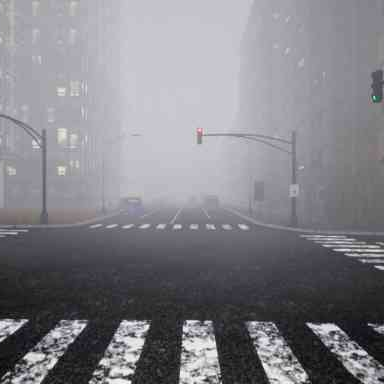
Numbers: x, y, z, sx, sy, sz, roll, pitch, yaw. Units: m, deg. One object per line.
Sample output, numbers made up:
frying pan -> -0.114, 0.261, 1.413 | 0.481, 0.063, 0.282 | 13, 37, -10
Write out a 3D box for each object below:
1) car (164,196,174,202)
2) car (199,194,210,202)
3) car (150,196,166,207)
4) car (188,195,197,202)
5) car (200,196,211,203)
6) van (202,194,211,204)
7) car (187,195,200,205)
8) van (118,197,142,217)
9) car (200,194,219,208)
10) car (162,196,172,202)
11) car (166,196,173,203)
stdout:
car -> -5.606, 1.590, 80.604 | 2.008, 1.369, 4.403 | 0, 0, 0
car -> 2.768, 1.349, 75.045 | 2.192, 1.841, 5.009 | 0, 0, 0
car -> -5.635, 1.543, 52.679 | 1.752, 1.417, 4.829 | 0, 0, 0
car -> 0.076, 1.380, 70.141 | 1.837, 1.490, 4.892 | 0, 0, 0
car -> 2.763, 1.580, 69.494 | 2.008, 1.369, 4.403 | 0, 0, 0
van -> 2.756, 1.366, 63.944 | 1.690, 1.788, 3.998 | 0, 0, 0
car -> 0.067, 1.623, 60.165 | 1.895, 1.301, 4.718 | 0, 0, 0
van -> -5.658, 1.347, 30.646 | 1.690, 1.788, 3.998 | 0, 0, 0
car -> 2.739, 1.330, 47.291 | 2.192, 1.841, 5.009 | 0, 0, 0
car -> -5.613, 1.559, 74.883 | 1.752, 1.417, 4.829 | 0, 0, 0
car -> -5.618, 1.469, 69.502 | 1.967, 1.590, 4.097 | 0, 0, 0
